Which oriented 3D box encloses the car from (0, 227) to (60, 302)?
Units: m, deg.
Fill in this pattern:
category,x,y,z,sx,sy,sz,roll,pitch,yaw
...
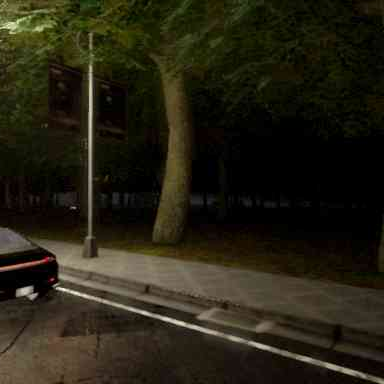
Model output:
category,x,y,z,sx,sy,sz,roll,pitch,yaw
car,-4.855,1.497,7.137,4.902,1.511,2.128,0,0,35
